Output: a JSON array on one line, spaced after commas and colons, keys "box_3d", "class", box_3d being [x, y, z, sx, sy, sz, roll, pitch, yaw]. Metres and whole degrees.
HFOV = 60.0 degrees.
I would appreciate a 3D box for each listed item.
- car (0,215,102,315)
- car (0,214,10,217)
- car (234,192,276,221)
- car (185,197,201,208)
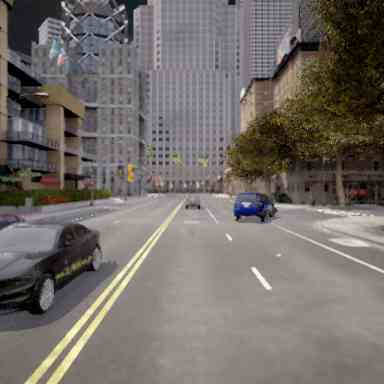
[{"box_3d": [-3.556, 1.426, 7.689, 1.882, 1.535, 5.008, 0, 0, 0], "class": "car"}, {"box_3d": [-7.026, 1.472, 11.271, 2.033, 1.411, 5.357, 0, 0, 1], "class": "car"}, {"box_3d": [4.909, 1.051, 25.629, 2.150, 2.045, 5.566, -1, 0, 24], "class": "car"}, {"box_3d": [0.104, 1.272, 41.493, 2.033, 1.411, 5.357, 0, 0, 0], "class": "car"}]
